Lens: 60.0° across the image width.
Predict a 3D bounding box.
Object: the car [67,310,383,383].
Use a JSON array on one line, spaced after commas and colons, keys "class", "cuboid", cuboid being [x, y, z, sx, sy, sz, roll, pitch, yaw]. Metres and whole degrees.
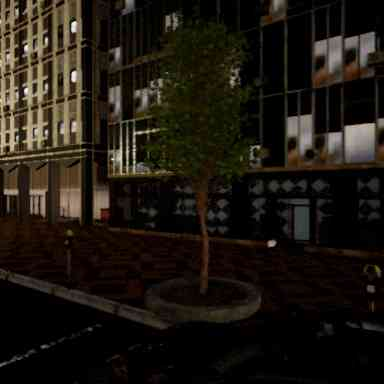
[{"class": "car", "cuboid": [0.926, 1.565, 2.216, 4.313, 1.339, 1.947, 0, 0, 36]}]
